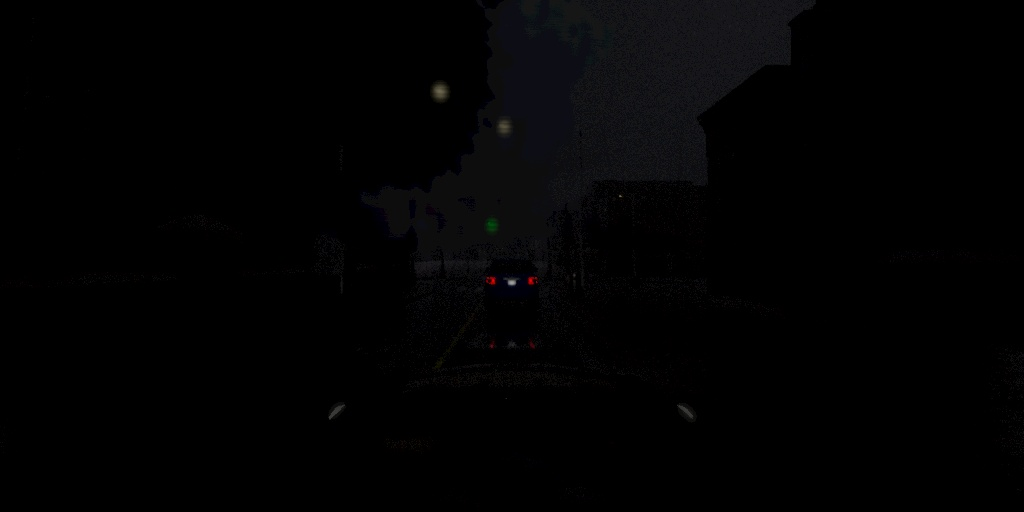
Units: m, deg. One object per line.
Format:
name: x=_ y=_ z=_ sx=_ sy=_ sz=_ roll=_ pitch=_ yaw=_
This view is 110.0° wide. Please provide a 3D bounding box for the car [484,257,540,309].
car: x=-0.001 y=1.098 z=15.879 sx=2.150 sy=2.045 sz=5.566 roll=0 pitch=0 yaw=0
